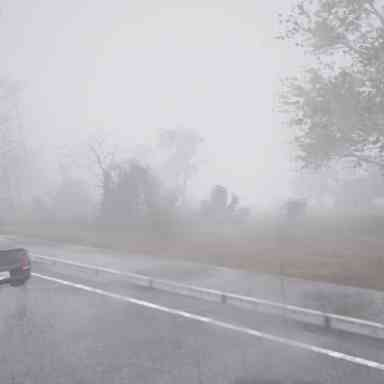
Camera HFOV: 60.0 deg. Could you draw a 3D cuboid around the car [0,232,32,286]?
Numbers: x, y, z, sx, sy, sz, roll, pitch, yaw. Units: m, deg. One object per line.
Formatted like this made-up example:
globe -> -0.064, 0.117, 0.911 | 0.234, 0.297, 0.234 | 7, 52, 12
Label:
car -> -5.721, 1.527, 8.072 | 4.674, 1.442, 1.812 | 0, 0, 36
